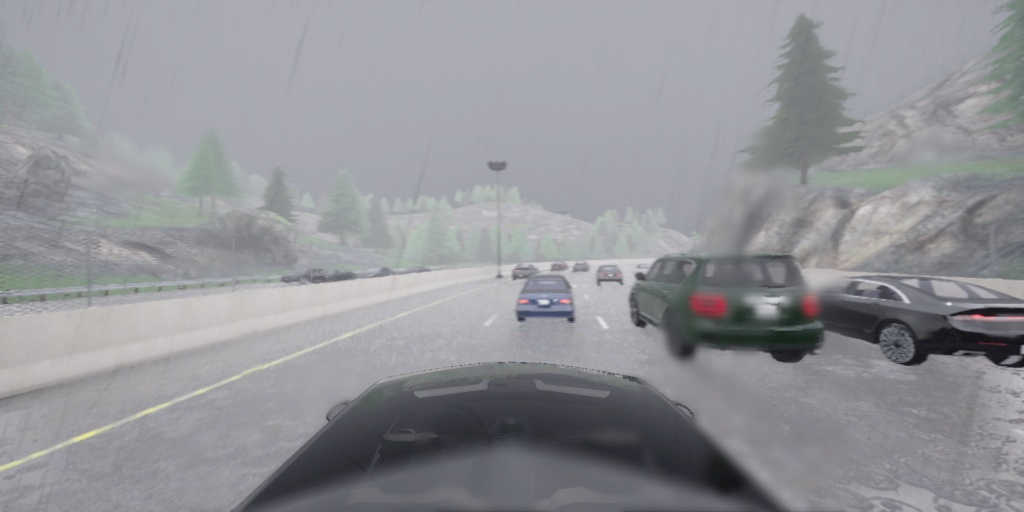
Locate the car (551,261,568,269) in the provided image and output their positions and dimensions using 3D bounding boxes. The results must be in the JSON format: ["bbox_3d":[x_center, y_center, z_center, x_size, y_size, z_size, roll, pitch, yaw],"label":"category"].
[{"bbox_3d":[6.959,1.491,51.825,1.882,1.535,5.008,-2,0,20],"label":"car"}]

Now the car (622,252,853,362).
[{"bbox_3d":[4.283,0.947,8.260,2.150,2.045,5.566,-1,0,6],"label":"car"}]

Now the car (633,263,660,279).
[{"bbox_3d":[12.403,1.376,33.352,1.895,1.301,4.718,-1,0,15],"label":"car"}]

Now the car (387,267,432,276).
[{"bbox_3d":[-9.210,1.709,33.960,2.033,1.411,5.357,-1,0,13],"label":"car"}]

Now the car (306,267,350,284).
[{"bbox_3d":[-16.458,1.887,33.583,1.895,1.301,4.718,-1,0,13],"label":"car"}]

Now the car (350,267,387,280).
[{"bbox_3d":[-12.759,1.750,34.028,1.812,1.442,4.674,-1,0,13],"label":"car"}]

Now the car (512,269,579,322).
[{"bbox_3d":[1.249,1.359,12.567,2.033,1.411,5.357,-1,0,8],"label":"car"}]

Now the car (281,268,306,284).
[{"bbox_3d":[-19.794,1.859,34.599,1.837,1.490,4.892,-1,-1,13],"label":"car"}]

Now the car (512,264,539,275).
[{"bbox_3d":[1.297,1.454,32.164,2.128,1.511,4.902,-1,0,13],"label":"car"}]

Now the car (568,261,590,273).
[{"bbox_3d":[9.334,1.433,47.890,2.128,1.511,4.902,-1,0,19],"label":"car"}]

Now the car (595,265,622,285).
[{"bbox_3d":[7.184,1.363,26.631,2.033,1.411,5.357,-1,0,13],"label":"car"}]

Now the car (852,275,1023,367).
[{"bbox_3d":[7.773,1.150,7.580,2.128,1.511,4.902,-1,0,6],"label":"car"}]
